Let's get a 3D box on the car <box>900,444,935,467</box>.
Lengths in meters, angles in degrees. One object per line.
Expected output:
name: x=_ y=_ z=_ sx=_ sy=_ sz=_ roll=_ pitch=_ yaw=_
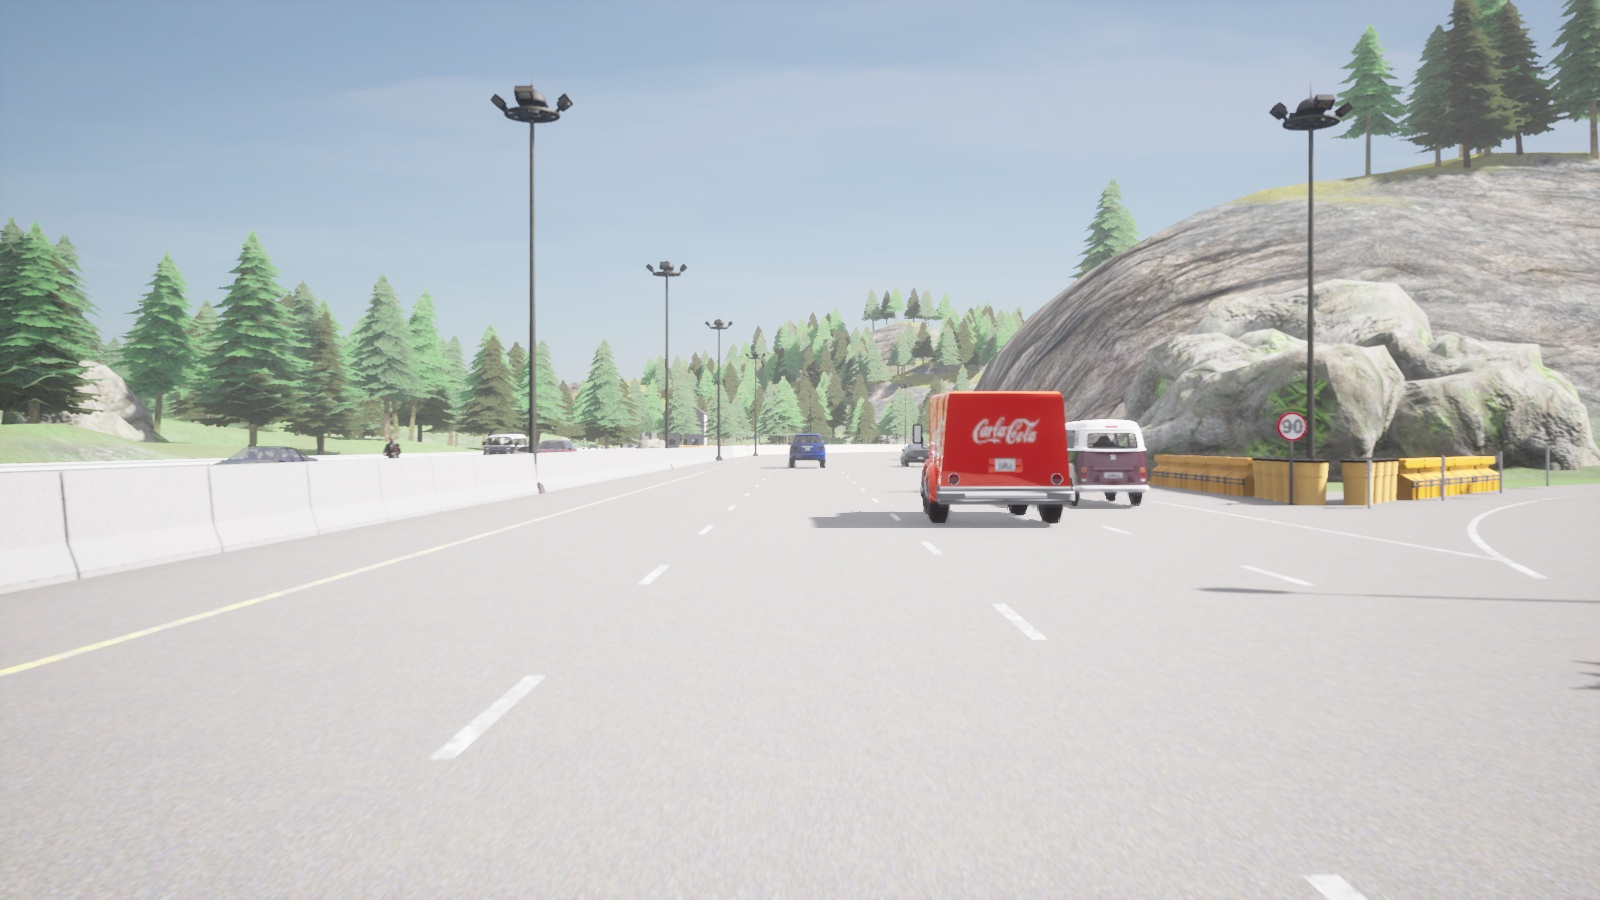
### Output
car: x=7.471 y=0.326 z=80.208 sx=1.812 sy=1.442 sz=4.674 roll=0 pitch=0 yaw=0

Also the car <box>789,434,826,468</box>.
car: x=0.454 y=0.031 z=77.139 sx=2.150 sy=2.045 sz=5.566 roll=0 pitch=0 yaw=0

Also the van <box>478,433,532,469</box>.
van: x=-17.070 y=0.045 z=72.944 sx=2.069 sy=2.038 sz=4.480 roll=0 pitch=0 yaw=0

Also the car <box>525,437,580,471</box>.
car: x=-13.592 y=0.205 z=69.112 sx=2.097 sy=1.767 sz=4.553 roll=0 pitch=0 yaw=0

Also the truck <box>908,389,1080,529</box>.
truck: x=3.657 y=0.128 z=24.825 sx=2.627 sy=2.467 sz=5.204 roll=0 pitch=1 yaw=0

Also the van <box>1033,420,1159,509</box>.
van: x=7.192 y=0.303 z=31.012 sx=2.069 sy=2.038 sz=4.480 roll=0 pitch=1 yaw=0

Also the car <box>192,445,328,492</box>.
car: x=-17.255 y=0.552 z=40.457 sx=2.033 sy=1.411 sz=5.357 roll=0 pitch=0 yaw=0
